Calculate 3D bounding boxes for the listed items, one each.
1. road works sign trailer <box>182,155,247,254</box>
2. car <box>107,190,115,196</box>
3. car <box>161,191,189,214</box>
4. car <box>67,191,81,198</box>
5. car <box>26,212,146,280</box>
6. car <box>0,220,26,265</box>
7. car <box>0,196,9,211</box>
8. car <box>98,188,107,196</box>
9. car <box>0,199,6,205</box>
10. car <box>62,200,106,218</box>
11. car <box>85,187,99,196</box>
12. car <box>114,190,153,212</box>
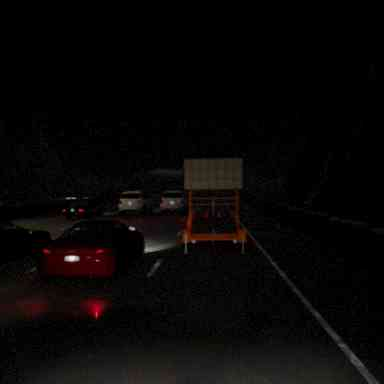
[{"bbox_3d":[0.845,0.357,13.013,2.380,3.560,2.880,-1,1,3],"label":"road works sign trailer"},{"bbox_3d":[-16.629,0.394,73.894,2.128,1.511,4.902,-1,1,3],"label":"car"},{"bbox_3d":[-1.512,0.913,30.683,2.150,2.045,5.566,-1,1,3],"label":"car"},{"bbox_3d":[-27.004,0.542,76.329,1.994,1.385,4.181,-1,1,3],"label":"car"},{"bbox_3d":[-2.720,1.528,9.860,1.994,1.385,4.181,-1,0,3],"label":"car"},{"bbox_3d":[-6.225,1.550,9.875,2.033,1.411,5.357,-1,0,3],"label":"car"},{"bbox_3d":[-22.419,1.323,36.202,1.882,1.535,5.008,-1,1,3],"label":"car"},{"bbox_3d":[-19.866,0.198,78.544,1.812,1.442,4.674,-1,1,3],"label":"car"},{"bbox_3d":[-19.252,1.255,30.488,2.097,1.767,4.553,-1,1,3],"label":"car"},{"bbox_3d":[-8.724,1.378,27.188,2.033,1.411,5.357,-1,1,3],"label":"car"},{"bbox_3d":[-23.366,-0.062,78.711,2.150,2.045,5.566,-1,1,3],"label":"car"},{"bbox_3d":[-5.034,0.959,30.411,2.150,2.045,5.566,-1,1,3],"label":"car"}]
